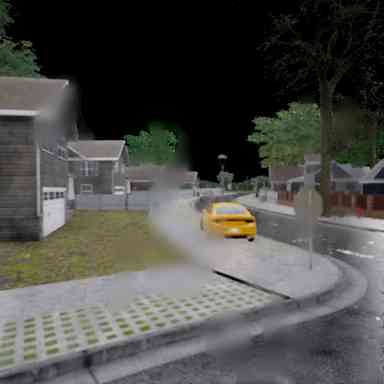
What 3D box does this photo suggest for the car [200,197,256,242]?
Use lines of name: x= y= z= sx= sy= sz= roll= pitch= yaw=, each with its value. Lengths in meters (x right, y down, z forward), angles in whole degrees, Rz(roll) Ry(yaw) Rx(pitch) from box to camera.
car: x=1.535 y=1.220 z=14.937 sx=1.882 sy=1.535 sz=5.008 roll=0 pitch=1 yaw=-1

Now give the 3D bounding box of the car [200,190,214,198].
car: x=2.479 y=0.536 z=54.974 sx=2.097 sy=1.767 sz=4.553 roll=-1 pitch=1 yaw=6
